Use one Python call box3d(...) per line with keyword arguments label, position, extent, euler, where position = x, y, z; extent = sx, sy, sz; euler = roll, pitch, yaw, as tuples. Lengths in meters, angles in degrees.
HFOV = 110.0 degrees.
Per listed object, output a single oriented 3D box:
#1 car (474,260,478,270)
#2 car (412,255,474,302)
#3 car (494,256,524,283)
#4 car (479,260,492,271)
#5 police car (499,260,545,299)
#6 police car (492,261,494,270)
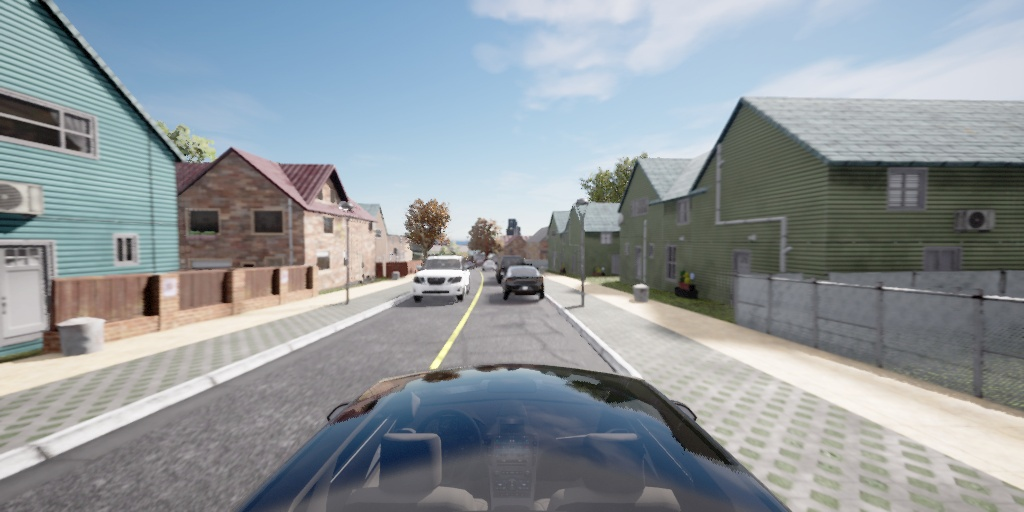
box3d(label="car", position=(-7.016, 1.539, 57.915), extent=(1.994, 1.385, 4.181), euler=(0, 0, -8))
box3d(label="car", position=(-3.210, 0.983, 17.317), extent=(2.150, 2.045, 5.566), euler=(0, 0, -2))
box3d(label="car", position=(-0.096, 1.003, 28.047), extent=(2.150, 2.045, 5.566), euler=(0, 0, -4))
box3d(label="car", position=(-3.348, 1.438, 52.518), extent=(1.812, 1.442, 4.674), euler=(0, 0, -8))
box3d(label="police car", position=(0.467, 1.176, 18.078), extent=(1.930, 1.638, 5.238), euler=(0, 0, -2))
box3d(label="police car", position=(-0.564, 1.232, 34.151), extent=(1.930, 1.638, 5.238), euler=(0, 0, -5))
